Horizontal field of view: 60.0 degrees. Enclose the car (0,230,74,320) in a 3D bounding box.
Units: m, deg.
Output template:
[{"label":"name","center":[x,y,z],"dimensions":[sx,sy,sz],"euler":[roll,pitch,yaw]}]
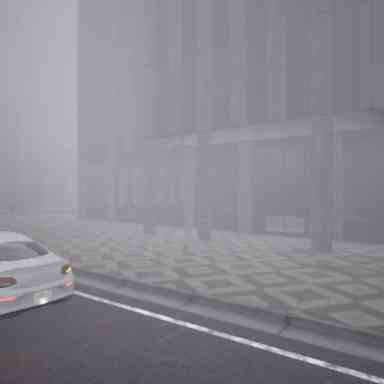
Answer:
[{"label":"car","center":[-4.302,1.511,6.757],"dimensions":[4.674,1.442,1.812],"euler":[0,0,35]}]
